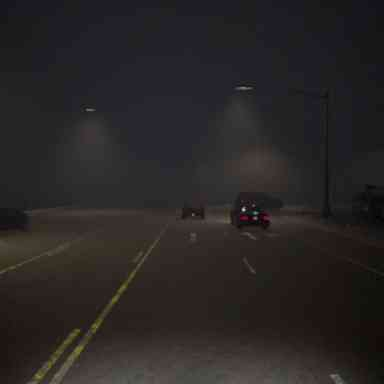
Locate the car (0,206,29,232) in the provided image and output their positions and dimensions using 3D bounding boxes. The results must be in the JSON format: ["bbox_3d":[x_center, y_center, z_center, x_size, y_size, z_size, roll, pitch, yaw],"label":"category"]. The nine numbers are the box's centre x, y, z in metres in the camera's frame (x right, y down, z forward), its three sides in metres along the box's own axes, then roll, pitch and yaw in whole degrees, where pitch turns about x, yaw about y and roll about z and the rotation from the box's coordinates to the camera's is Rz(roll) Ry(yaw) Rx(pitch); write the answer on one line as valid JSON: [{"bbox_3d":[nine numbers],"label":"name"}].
[{"bbox_3d":[-10.509,1.526,17.853,1.812,1.442,4.674,0,0,0],"label":"car"}]

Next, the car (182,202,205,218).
[{"bbox_3d":[0.102,1.532,29.243,1.895,1.301,4.718,0,0,0],"label":"car"}]

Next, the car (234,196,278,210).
[{"bbox_3d":[7.855,1.338,40.936,5.008,1.535,1.882,0,0,-5],"label":"car"}]

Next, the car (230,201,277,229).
[{"bbox_3d":[3.605,1.526,21.422,2.033,1.411,5.357,0,0,0],"label":"car"}]

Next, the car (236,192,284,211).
[{"bbox_3d":[7.913,1.088,38.657,5.566,2.045,2.150,1,-1,-14],"label":"car"}]
